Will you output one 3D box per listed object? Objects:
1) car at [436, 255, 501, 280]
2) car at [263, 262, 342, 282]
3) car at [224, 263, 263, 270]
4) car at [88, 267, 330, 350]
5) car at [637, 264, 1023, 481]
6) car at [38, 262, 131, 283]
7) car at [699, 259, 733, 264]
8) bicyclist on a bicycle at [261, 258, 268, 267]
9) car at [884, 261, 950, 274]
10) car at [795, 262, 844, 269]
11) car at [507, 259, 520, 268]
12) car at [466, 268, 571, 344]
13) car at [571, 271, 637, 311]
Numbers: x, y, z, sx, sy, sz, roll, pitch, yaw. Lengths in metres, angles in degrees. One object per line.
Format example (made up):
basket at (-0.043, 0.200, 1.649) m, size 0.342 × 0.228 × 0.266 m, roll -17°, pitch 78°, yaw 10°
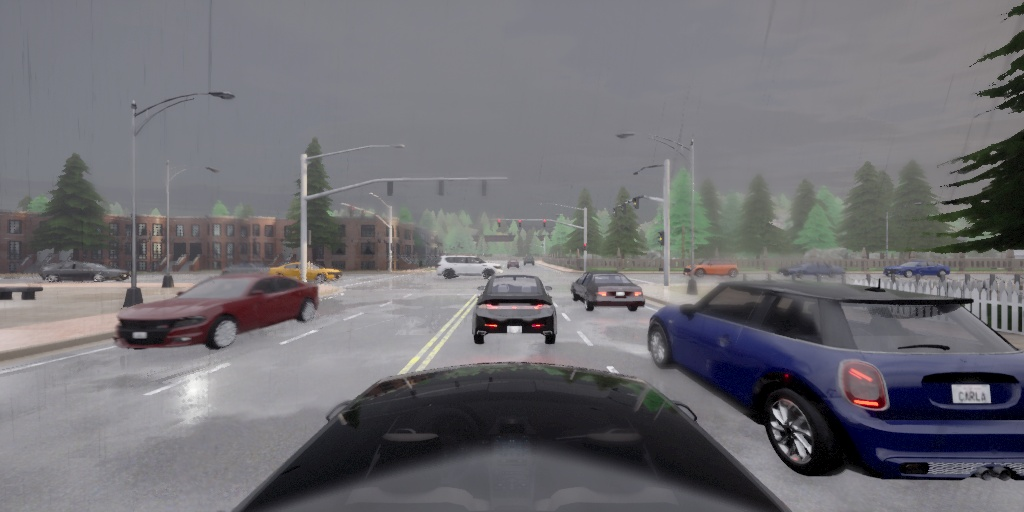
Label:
car at (-3.608, 0.971, 30.571) m, size 5.566 × 2.045 × 2.150 m, roll 0°, pitch 0°, yaw 2°
car at (-15.541, 1.228, 27.143) m, size 5.008 × 1.535 × 1.882 m, roll 0°, pitch 0°, yaw 1°
car at (-22.148, 1.313, 30.620) m, size 4.181 × 1.385 × 1.994 m, roll 0°, pitch 0°, yaw -1°
car at (-7.037, 1.227, 9.299) m, size 1.882 × 1.535 × 5.008 m, roll 0°, pitch 0°, yaw 1°
car at (3.606, 1.102, 4.938) m, size 2.097 × 1.767 × 4.553 m, roll 0°, pitch 0°, yaw 0°
car at (-31.614, 1.255, 26.737) m, size 4.892 × 1.490 × 1.837 m, roll 0°, pitch 0°, yaw -7°
car at (18.749, 1.102, 33.950) m, size 4.553 × 1.767 × 2.097 m, roll 0°, pitch 0°, yaw 0°
bicyclist on a bicycle at (-28.766, 1.053, 41.635) m, size 0.582 × 1.620 × 1.656 m, roll 0°, pitch 0°, yaw -1°
car at (38.152, 1.228, 33.897) m, size 5.008 × 1.535 × 1.882 m, roll 0°, pitch 0°, yaw 0°
car at (28.274, 1.297, 33.925) m, size 5.357 × 1.411 × 2.033 m, roll 0°, pitch 0°, yaw 1°
car at (0.196, 1.275, 60.030) m, size 1.812 × 1.442 × 4.674 m, roll 0°, pitch 0°, yaw 0°
car at (0.073, 1.242, 9.528) m, size 2.128 × 1.511 × 4.902 m, roll 0°, pitch 0°, yaw 1°
car at (3.600, 1.297, 14.356) m, size 2.033 × 1.411 × 5.357 m, roll 0°, pitch 0°, yaw 0°
